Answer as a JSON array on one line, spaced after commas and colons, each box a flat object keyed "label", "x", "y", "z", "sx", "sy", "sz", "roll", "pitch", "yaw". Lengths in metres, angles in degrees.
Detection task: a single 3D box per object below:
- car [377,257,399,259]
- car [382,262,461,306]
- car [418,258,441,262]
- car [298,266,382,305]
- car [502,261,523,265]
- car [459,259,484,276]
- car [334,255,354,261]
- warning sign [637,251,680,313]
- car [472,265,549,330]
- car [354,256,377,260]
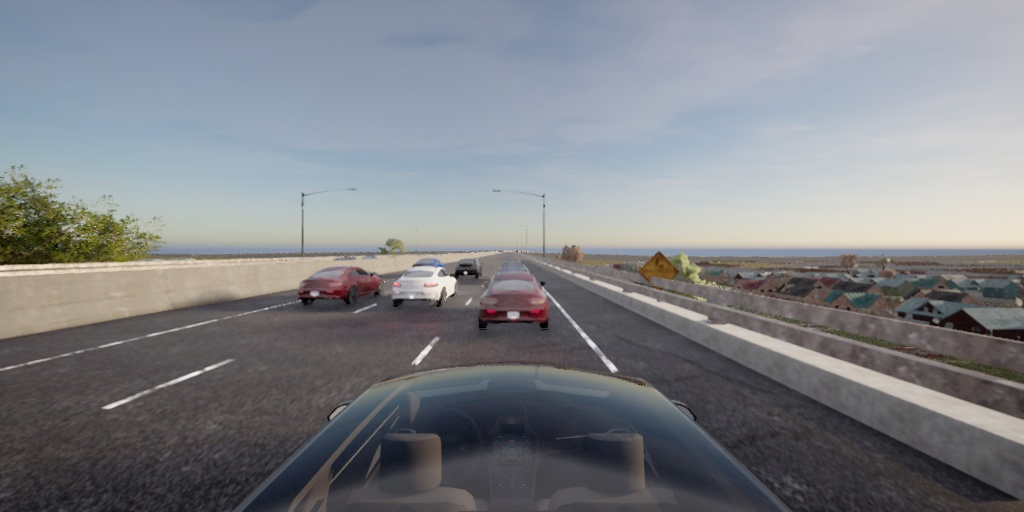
[{"label": "car", "x": -17.563, "y": 0.784, "z": 52.461, "sx": 1.895, "sy": 1.301, "sz": 4.718, "roll": 0, "pitch": 1, "yaw": 0}, {"label": "car", "x": -3.426, "y": 1.137, "z": 14.598, "sx": 1.812, "sy": 1.442, "sz": 4.674, "roll": 0, "pitch": 0, "yaw": 0}, {"label": "car", "x": -6.922, "y": 0.914, "z": 30.353, "sx": 1.882, "sy": 1.535, "sz": 5.008, "roll": 0, "pitch": 1, "yaw": 0}, {"label": "car", "x": -6.925, "y": 1.133, "z": 14.900, "sx": 1.812, "sy": 1.442, "sz": 4.674, "roll": 0, "pitch": 1, "yaw": 0}, {"label": "car", "x": 0.044, "y": 1.042, "z": 25.176, "sx": 2.033, "sy": 1.411, "sz": 5.357, "roll": 0, "pitch": 1, "yaw": 0}, {"label": "car", "x": -3.429, "y": 0.958, "z": 28.995, "sx": 1.837, "sy": 1.490, "sz": 4.892, "roll": 0, "pitch": 1, "yaw": 0}, {"label": "car", "x": -24.557, "y": 0.669, "z": 52.956, "sx": 2.128, "sy": 1.511, "sz": 4.902, "roll": 0, "pitch": 1, "yaw": 0}, {"label": "warning sign", "x": 4.550, "y": 0.763, "z": 11.218, "sx": 1.300, "sy": 1.860, "sz": 1.060, "roll": 0, "pitch": 0, "yaw": 0}, {"label": "car", "x": 0.049, "y": 1.179, "z": 10.664, "sx": 1.812, "sy": 1.442, "sz": 4.674, "roll": 0, "pitch": 1, "yaw": 0}, {"label": "car", "x": -21.057, "y": 0.704, "z": 52.887, "sx": 1.812, "sy": 1.442, "sz": 4.674, "roll": 0, "pitch": 1, "yaw": 0}]
